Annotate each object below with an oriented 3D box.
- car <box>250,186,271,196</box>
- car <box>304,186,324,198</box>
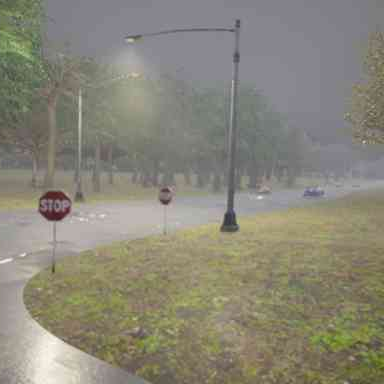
[{"bbox_3d":[10.628,-0.212,51.195,1.812,1.442,4.674,4,5,35],"label":"car"},{"bbox_3d":[18.737,-0.173,50.801,2.097,1.767,4.553,4,4,33],"label":"car"}]
